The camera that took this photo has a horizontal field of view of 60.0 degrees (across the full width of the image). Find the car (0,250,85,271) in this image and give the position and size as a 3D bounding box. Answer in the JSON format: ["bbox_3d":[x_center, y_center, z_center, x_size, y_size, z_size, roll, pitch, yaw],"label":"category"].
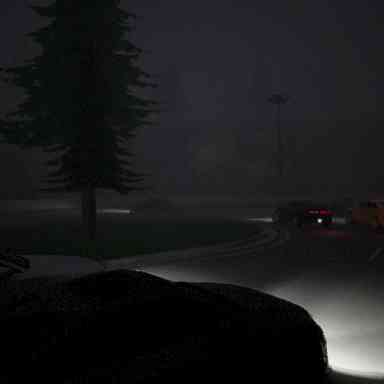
[{"bbox_3d":[-3.740,1.526,5.341,4.674,1.442,1.812,-2,1,-36],"label":"car"}]

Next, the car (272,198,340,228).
[{"bbox_3d":[6.353,1.204,19.651,1.837,1.490,4.892,1,0,-7],"label":"car"}]

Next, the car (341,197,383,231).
[{"bbox_3d":[10.077,1.140,17.844,1.882,1.535,5.008,0,1,3],"label":"car"}]

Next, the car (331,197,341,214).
[{"bbox_3d":[11.519,1.103,25.846,2.033,1.411,5.357,-1,1,-29],"label":"car"}]

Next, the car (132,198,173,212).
[{"bbox_3d":[-3.982,1.265,33.972,4.181,1.385,1.994,-1,1,0],"label":"car"}]

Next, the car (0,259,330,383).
[{"bbox_3d":[-0.510,1.538,3.349,4.181,1.385,1.994,-1,1,-36],"label":"car"}]
